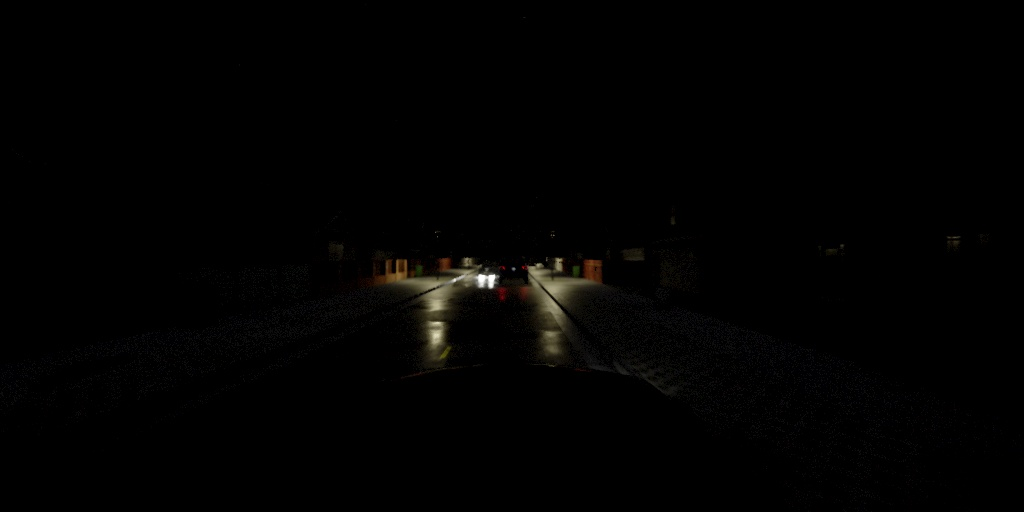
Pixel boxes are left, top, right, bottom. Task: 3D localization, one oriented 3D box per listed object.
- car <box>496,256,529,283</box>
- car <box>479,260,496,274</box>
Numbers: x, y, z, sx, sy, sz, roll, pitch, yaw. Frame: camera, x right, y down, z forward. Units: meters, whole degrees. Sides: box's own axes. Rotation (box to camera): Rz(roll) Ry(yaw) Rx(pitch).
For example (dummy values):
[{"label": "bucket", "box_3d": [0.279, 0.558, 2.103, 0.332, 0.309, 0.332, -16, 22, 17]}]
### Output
[{"label": "car", "box_3d": [0.127, 0.987, 27.847, 2.150, 2.045, 5.566, 0, 0, 0]}, {"label": "car", "box_3d": [-2.677, 1.257, 40.914, 2.128, 1.511, 4.902, 0, 0, 0]}]
